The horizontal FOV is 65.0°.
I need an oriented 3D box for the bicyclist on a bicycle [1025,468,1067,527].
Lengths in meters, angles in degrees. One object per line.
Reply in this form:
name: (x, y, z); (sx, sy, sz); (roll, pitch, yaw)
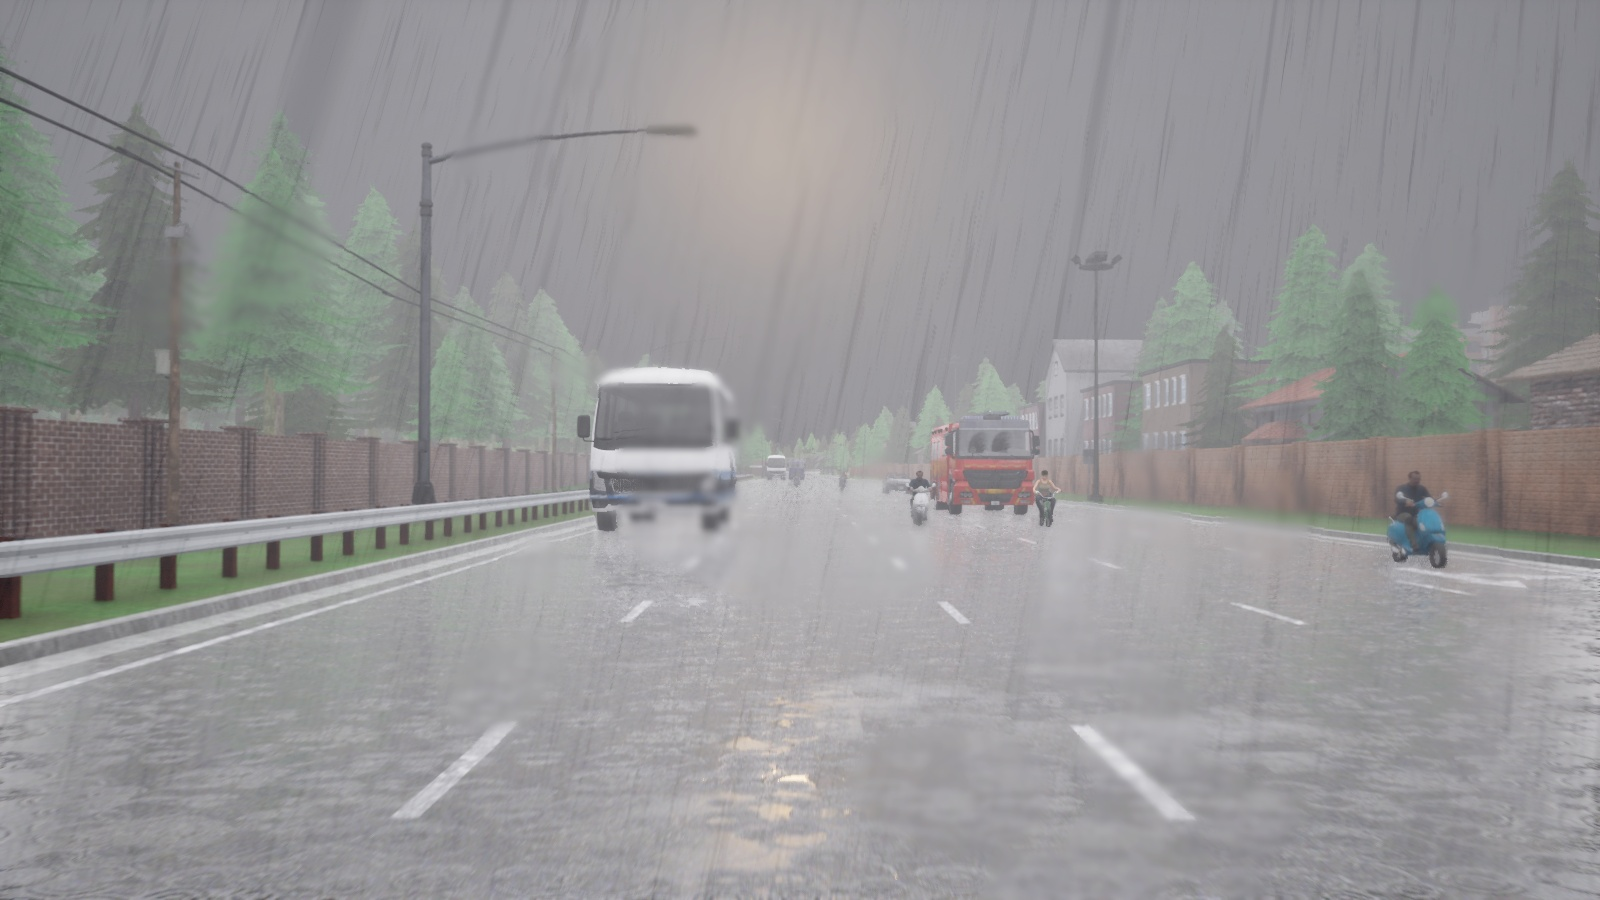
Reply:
bicyclist on a bicycle: (6.917, 1.315, 35.332); (0.866, 1.612, 1.509); (0, -1, 0)

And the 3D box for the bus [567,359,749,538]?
bus: (-3.593, 0.041, 35.131); (3.944, 4.253, 10.273); (0, -1, 0)

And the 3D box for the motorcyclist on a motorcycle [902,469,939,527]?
motorcyclist on a motorcycle: (3.411, 1.351, 35.648); (0.866, 1.590, 1.817); (0, -1, 0)

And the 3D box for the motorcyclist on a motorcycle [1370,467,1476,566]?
motorcyclist on a motorcycle: (10.447, 1.080, 21.143); (0.866, 1.590, 1.817); (0, -1, 0)

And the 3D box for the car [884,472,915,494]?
car: (6.787, 2.239, 85.894); (1.816, 1.474, 4.193); (0, -1, 0)

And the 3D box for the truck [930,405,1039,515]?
truck: (6.876, 0.428, 48.147); (2.891, 3.827, 8.468); (0, -1, 0)
